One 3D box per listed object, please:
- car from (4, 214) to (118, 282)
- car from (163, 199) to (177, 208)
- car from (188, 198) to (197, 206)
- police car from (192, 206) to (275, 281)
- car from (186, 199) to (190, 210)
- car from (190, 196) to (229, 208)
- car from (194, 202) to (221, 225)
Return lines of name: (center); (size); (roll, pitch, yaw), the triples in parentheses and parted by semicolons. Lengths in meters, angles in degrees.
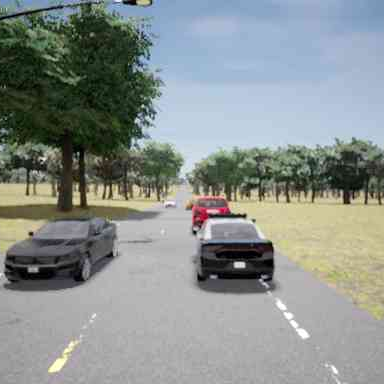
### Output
car: (-3.578, 1.487, 9.999); (1.882, 1.535, 5.008); (0, 0, 0)
car: (-3.489, 1.838, 53.129); (1.812, 1.442, 4.674); (0, -1, 0)
car: (0.065, 1.955, 65.118); (1.812, 1.442, 4.674); (0, -1, 0)
police car: (1.072, 1.435, 10.006); (1.930, 1.638, 5.238); (0, 0, 0)
car: (0.127, 1.742, 47.829); (1.882, 1.535, 5.008); (0, -1, 1)
car: (1.094, 1.272, 19.930); (2.150, 2.045, 5.566); (0, 0, 0)
car: (1.107, 1.564, 25.903); (1.882, 1.535, 5.008); (0, 0, 0)
